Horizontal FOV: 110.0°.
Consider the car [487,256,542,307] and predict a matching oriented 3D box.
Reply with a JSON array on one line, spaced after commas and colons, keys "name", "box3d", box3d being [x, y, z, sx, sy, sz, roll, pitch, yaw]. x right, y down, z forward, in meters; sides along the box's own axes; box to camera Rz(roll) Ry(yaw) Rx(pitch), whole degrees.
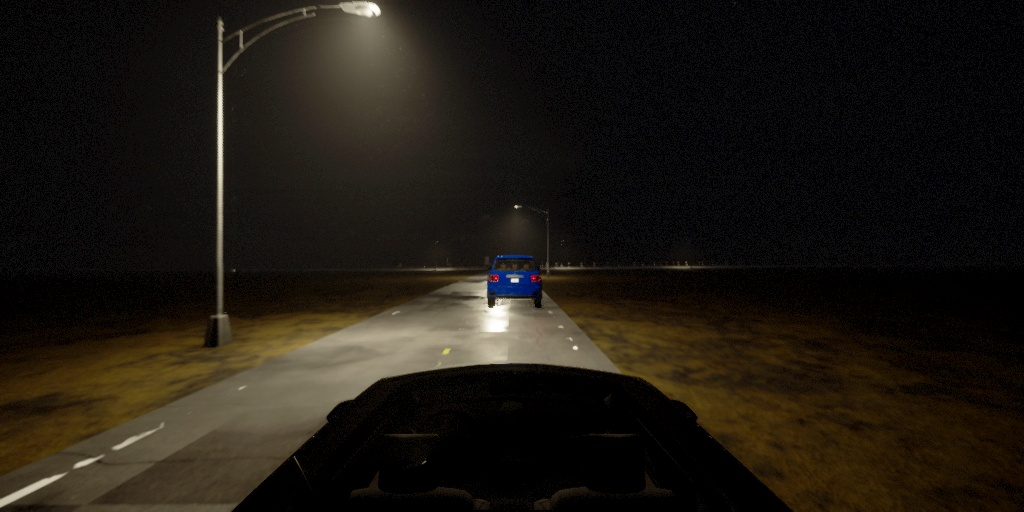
[{"name": "car", "box3d": [0.105, 1.012, 15.823, 2.150, 2.045, 5.566, 0, 0, 0]}]
